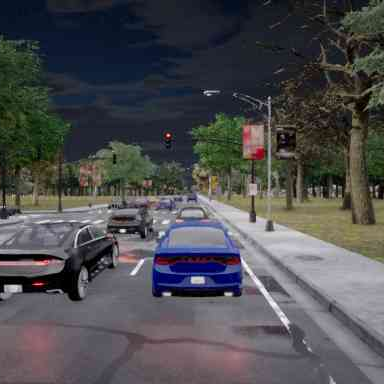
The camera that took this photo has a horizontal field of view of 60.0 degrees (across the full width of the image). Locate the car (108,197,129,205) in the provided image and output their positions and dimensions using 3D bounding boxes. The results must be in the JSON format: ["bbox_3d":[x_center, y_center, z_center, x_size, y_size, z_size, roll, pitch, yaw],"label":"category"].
[{"bbox_3d":[-9.806,1.579,44.242,1.994,1.385,4.181,0,0,1],"label":"car"}]

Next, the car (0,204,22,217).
[{"bbox_3d":[-18.072,1.536,29.456,5.357,1.411,2.033,0,0,2],"label":"car"}]

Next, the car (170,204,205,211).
[{"bbox_3d":[0.035,1.528,17.814,1.812,1.442,4.674,0,0,1],"label":"car"}]

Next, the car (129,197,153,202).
[{"bbox_3d":[-6.557,1.492,43.530,1.882,1.535,5.008,0,0,0],"label":"car"}]

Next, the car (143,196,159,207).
[{"bbox_3d":[-6.545,1.499,53.111,1.882,1.535,5.008,0,0,0],"label":"car"}]

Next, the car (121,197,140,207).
[{"bbox_3d":[-9.792,1.513,53.162,2.128,1.511,4.902,0,0,0],"label":"car"}]

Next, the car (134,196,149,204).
[{"bbox_3d":[-9.731,1.582,64.691,2.033,1.411,5.357,0,0,0],"label":"car"}]

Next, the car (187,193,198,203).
[{"bbox_3d":[0.068,1.271,73.553,2.150,2.045,5.566,0,0,0],"label":"car"}]

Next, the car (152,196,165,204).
[{"bbox_3d":[-6.483,1.527,64.962,2.128,1.511,4.902,0,0,1],"label":"car"}]

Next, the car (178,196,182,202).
[{"bbox_3d":[-3.181,1.525,74.359,1.882,1.535,5.008,0,0,0],"label":"car"}]

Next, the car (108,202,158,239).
[{"bbox_3d":[-3.136,1.508,17.472,1.837,1.490,4.892,0,0,0],"label":"car"}]

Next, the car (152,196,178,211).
[{"bbox_3d":[-3.174,1.538,40.284,1.812,1.442,4.674,0,0,4],"label":"car"}]

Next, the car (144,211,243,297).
[{"bbox_3d":[0.110,1.478,8.615,1.882,1.535,5.008,0,0,0],"label":"car"}]

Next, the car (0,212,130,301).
[{"bbox_3d":[-3.147,1.492,8.300,2.128,1.511,4.902,0,0,0],"label":"car"}]
